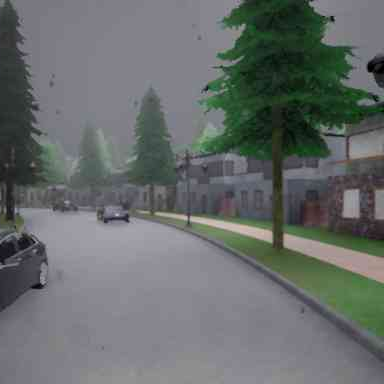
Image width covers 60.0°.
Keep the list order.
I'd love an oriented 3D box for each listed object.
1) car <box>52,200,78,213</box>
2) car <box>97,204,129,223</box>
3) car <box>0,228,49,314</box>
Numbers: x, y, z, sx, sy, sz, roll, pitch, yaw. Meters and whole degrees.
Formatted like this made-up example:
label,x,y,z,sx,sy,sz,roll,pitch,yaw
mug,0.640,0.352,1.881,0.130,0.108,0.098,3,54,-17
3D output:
label,x,y,z,sx,sy,sz,roll,pitch,yaw
car,-15.404,1.704,40.311,1.812,1.442,4.674,0,0,-40
car,-6.319,1.656,26.363,1.994,1.385,4.181,0,0,-24
car,-4.261,1.547,6.455,1.837,1.490,4.892,0,0,-7
